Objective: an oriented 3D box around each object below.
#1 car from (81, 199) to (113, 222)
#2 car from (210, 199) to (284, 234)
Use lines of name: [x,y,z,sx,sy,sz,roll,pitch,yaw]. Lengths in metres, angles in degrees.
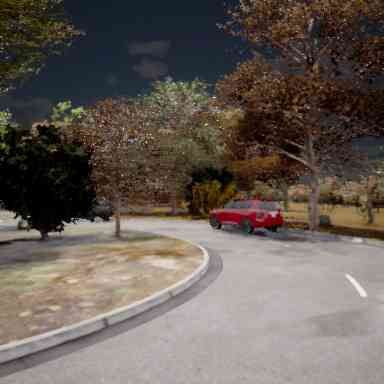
car: [-9.880,1.665,31.074,5.566,2.045,2.150,-1,-1,30]
car: [3.315,1.460,21.229,2.150,2.045,5.566,1,-1,-30]
